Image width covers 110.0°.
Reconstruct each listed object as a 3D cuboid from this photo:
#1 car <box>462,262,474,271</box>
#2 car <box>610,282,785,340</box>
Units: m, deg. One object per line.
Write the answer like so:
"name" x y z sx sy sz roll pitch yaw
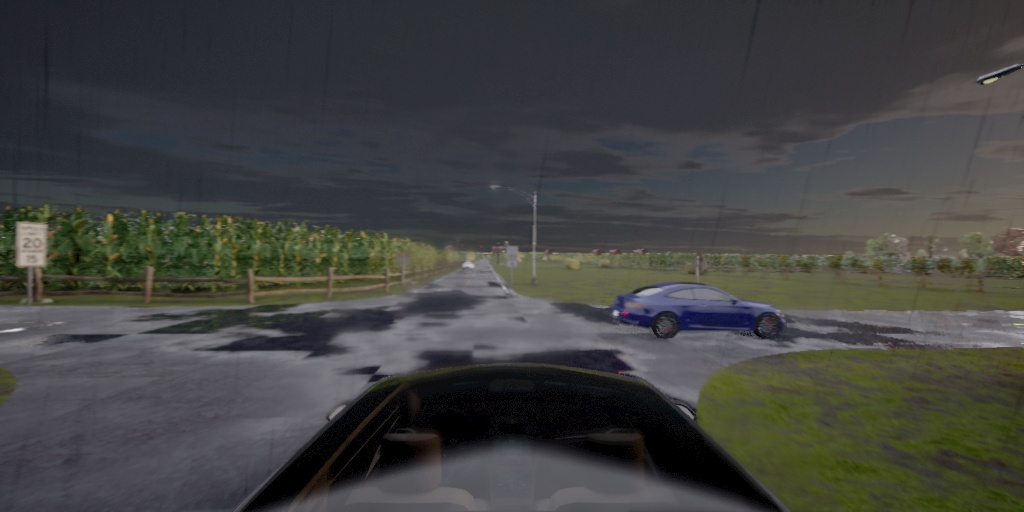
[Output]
"car" -7.414 1.721 61.357 1.812 1.442 4.674 1 0 -4
"car" 5.195 1.477 10.277 4.674 1.442 1.812 1 0 -5
